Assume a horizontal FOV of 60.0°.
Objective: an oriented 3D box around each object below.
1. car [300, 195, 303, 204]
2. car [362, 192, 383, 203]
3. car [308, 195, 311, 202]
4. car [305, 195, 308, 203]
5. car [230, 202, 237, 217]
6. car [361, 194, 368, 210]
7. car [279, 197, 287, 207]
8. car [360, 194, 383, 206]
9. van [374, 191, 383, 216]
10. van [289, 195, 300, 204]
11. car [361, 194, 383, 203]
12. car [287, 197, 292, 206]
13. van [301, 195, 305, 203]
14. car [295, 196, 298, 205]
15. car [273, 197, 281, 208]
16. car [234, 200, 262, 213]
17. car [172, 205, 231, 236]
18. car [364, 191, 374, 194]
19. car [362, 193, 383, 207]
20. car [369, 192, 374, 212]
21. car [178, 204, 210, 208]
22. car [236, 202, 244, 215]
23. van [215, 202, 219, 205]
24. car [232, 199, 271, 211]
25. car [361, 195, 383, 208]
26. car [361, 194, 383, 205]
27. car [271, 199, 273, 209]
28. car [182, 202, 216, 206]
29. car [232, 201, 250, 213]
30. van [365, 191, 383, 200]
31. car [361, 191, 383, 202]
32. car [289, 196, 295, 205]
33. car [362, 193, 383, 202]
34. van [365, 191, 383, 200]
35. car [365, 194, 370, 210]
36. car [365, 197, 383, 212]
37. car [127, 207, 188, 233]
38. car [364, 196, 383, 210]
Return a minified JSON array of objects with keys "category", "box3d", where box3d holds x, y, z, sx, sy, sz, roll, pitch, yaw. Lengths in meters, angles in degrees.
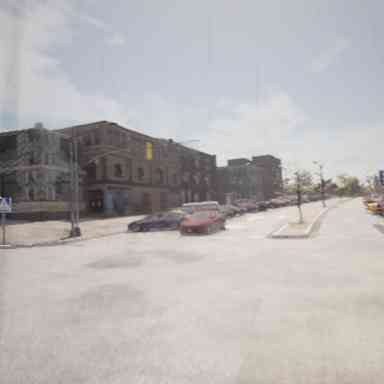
[{"category":"car","box3d":[22.639,2.315,78.020,4.792,1.488,2.163,-5,-2,9]},{"category":"car","box3d":[33.949,0.971,60.790,4.553,1.767,2.185,-3,-2,8]},{"category":"car","box3d":[26.969,2.001,85.937,5.566,2.045,2.435,-5,-2,9]},{"category":"car","box3d":[25.564,2.261,83.297,5.008,1.535,2.097,-5,-2,9]},{"category":"car","box3d":[2.226,2.335,37.616,4.892,1.521,2.231,-4,-2,4]},{"category":"car","box3d":[19.362,1.137,31.586,5.366,1.575,1.946,-3,-1,5]},{"category":"car","box3d":[15.523,2.201,64.741,4.553,1.767,2.185,-4,-2,7]},{"category":"car","box3d":[27.180,1.129,47.622,5.008,1.535,2.097,-3,-2,7]},{"category":"van","box3d":[15.813,0.897,23.468,4.442,1.987,1.878,-3,-1,4]},{"category":"van","box3d":[21.320,2.059,75.371,4.442,1.987,1.878,-5,-2,8]},{"category":"car","box3d":[32.588,1.104,58.165,5.008,1.535,2.097,-3,-2,8]},{"category":"car","box3d":[16.933,2.321,67.412,4.892,1.521,2.231,-4,-2,8]},{"category":"van","box3d":[24.215,2.038,80.655,4.442,1.987,1.878,-5,-2,9]},{"category":"car","box3d":[19.595,2.315,72.751,5.366,1.575,1.946,-5,-2,8]},{"category":"car","box3d":[12.728,2.338,59.379,5.008,1.535,2.097,-4,-2,7]},{"category":"car","box3d":[7.353,2.385,48.555,4.674,1.452,2.002,-4,-2,5]},{"category":"car","box3d":[0.809,2.007,22.362,1.882,1.535,5.008,-4,0,23]},{"category":"car","box3d":[23.257,1.011,39.640,4.553,1.767,2.185,-3,-2,6]},{"category":"car","box3d":[25.897,1.005,44.959,4.553,1.767,2.185,-3,-1,6]},{"category":"car","box3d":[17.086,0.999,26.179,4.553,1.767,2.185,-3,-2,4]},{"category":"car","box3d":[-1.248,2.295,29.316,5.366,1.575,1.946,-4,-2,3]},{"category":"car","box3d":[3.493,2.378,40.356,4.674,1.452,2.002,-4,-2,4]},{"category":"van","box3d":[1.093,2.094,34.861,4.442,1.987,1.878,-4,-2,4]},{"category":"car","box3d":[8.678,2.093,51.290,5.566,2.045,2.435,-4,-2,6]},{"category":"car","box3d":[24.760,1.122,42.285,5.366,1.575,1.946,-3,-2,6]},{"category":"car","box3d":[29.895,1.146,52.903,4.792,1.488,2.163,-3,-2,7]},{"category":"car","box3d":[9.999,2.345,53.993,5.008,1.535,2.097,-4,-2,6]},{"category":"car","box3d":[-0.268,2.198,32.104,4.553,1.767,2.185,-4,-2,3]},{"category":"car","box3d":[4.759,2.382,43.103,4.674,1.452,2.002,-4,-2,5]},{"category":"van","box3d":[45.256,0.786,81.683,4.442,1.987,1.878,-3,-1,9]},{"category":"car","box3d":[38.238,0.811,68.623,5.566,2.045,2.435,-3,-2,9]},{"category":"car","box3d":[18.339,2.313,70.084,5.008,1.535,2.097,-5,-2,8]},{"category":"car","box3d":[35.383,1.086,63.400,4.892,1.521,2.231,-3,-2,8]},{"category":"van","box3d":[43.823,0.798,79.072,4.442,1.987,1.878,-3,-1,9]},{"category":"car","box3d":[18.513,1.115,28.864,5.366,1.575,1.946,-3,-2,4]},{"category":"car","box3d":[20.780,1.174,34.270,4.674,1.452,2.002,-3,-2,5]},{"category":"car","box3d":[-2.768,2.350,26.660,4.792,1.488,2.163,-4,-2,3]},{"category":"car","box3d":[22.027,1.175,36.955,4.674,1.452,2.002,-3,-2,5]}]
